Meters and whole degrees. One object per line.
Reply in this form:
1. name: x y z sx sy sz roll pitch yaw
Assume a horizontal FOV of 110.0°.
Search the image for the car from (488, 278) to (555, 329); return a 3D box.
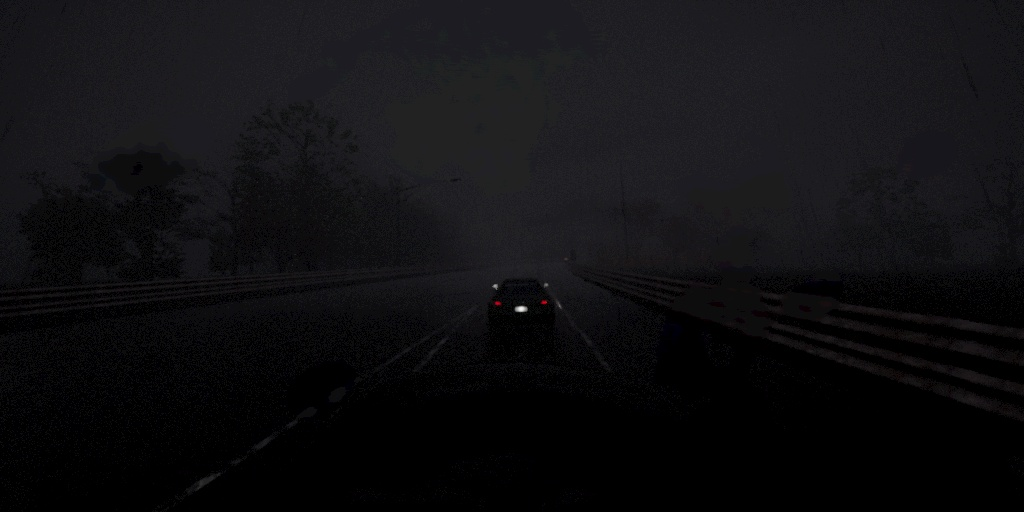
1. car: 0.301 1.402 11.884 1.994 1.385 4.181 -1 1 1
